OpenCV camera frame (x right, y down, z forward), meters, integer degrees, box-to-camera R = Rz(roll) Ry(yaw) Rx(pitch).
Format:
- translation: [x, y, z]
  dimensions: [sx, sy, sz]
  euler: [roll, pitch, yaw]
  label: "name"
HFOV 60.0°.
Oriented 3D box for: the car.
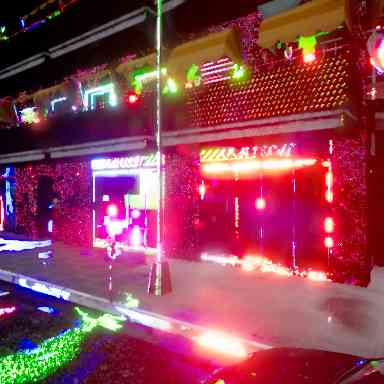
- translation: [1.878, 1.551, 1.532]
  dimensions: [4.403, 1.369, 2.008]
  euler: [0, 0, 36]
  label: "car"
